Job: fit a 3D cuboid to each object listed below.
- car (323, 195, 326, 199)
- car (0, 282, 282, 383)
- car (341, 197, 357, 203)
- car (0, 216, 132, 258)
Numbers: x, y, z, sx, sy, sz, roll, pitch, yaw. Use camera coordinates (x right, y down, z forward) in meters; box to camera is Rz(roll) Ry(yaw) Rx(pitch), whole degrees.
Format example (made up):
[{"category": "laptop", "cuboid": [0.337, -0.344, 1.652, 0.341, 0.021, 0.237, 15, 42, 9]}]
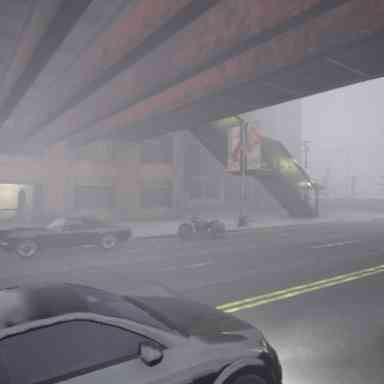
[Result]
[{"category": "car", "cuboid": [36.814, 1.897, 88.329, 4.786, 1.482, 2.161, 0, 0, -36]}, {"category": "car", "cuboid": [-1.137, 1.566, 2.918, 4.181, 1.385, 1.994, 1, 0, -35]}, {"category": "car", "cuboid": [39.742, 1.953, 84.201, 3.806, 1.475, 1.970, 0, 0, -36]}, {"category": "car", "cuboid": [-4.851, 1.611, 12.857, 4.718, 1.301, 1.895, 0, 0, -36]}]
